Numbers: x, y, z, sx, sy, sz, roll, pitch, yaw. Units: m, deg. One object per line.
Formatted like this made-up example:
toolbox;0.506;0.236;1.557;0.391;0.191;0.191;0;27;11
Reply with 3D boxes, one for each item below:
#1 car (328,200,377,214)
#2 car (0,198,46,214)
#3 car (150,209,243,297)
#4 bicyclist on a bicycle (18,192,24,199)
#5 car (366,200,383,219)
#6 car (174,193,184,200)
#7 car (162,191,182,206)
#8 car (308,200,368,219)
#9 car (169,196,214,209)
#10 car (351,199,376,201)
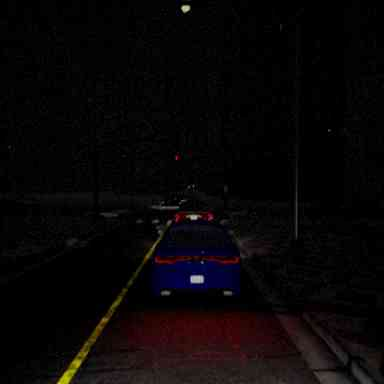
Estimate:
car;17.773;1.658;36.925;4.403;1.369;2.008;1;-1;0
car;-14.784;1.226;28.291;4.403;1.369;2.008;1;-1;0
car;0.098;1.434;8.555;1.882;1.535;5.008;0;0;0
bicyclist on a bicycle;-20.511;0.832;39.772;0.582;1.620;1.656;1;1;0
car;17.938;1.683;28.401;4.829;1.417;1.752;1;-1;0
car;-3.038;1.124;79.067;2.128;1.511;4.902;0;0;0
car;-3.110;0.973;49.344;2.150;2.045;5.566;0;1;0
car;12.125;1.633;28.398;4.313;1.339;1.947;1;-1;0
car;0.114;1.263;17.708;2.097;1.767;4.553;0;0;1
car;17.014;1.462;34.248;4.553;1.767;2.097;1;0;0
